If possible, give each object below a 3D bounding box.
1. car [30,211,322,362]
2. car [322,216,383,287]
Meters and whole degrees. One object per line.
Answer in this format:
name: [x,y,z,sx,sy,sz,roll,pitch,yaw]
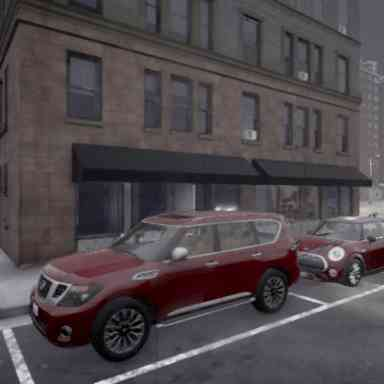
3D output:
car: [-0.125,1.317,6.097,5.009,1.841,2.192,0,0,-35]
car: [4.280,1.444,9.237,4.097,1.590,1.967,0,0,-35]
